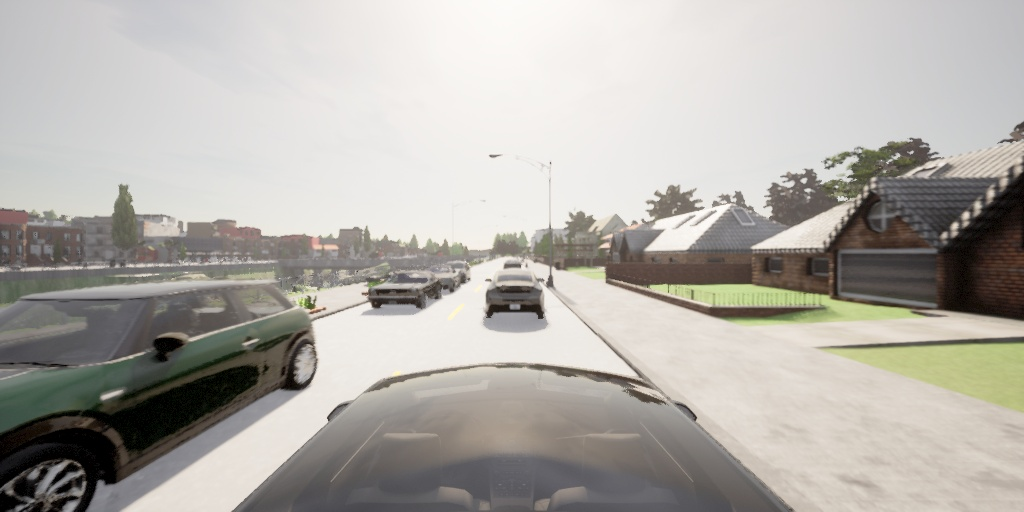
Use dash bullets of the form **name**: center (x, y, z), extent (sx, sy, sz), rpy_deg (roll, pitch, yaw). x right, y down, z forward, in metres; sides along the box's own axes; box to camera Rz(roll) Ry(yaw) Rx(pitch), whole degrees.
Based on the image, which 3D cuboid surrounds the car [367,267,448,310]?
- **car**: center (-4.105, 1.293, 14.555), extent (1.895, 1.301, 4.718), rpy_deg (0, 0, 0)

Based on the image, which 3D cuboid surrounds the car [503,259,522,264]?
- **car**: center (0.059, 1.058, 37.727), extent (1.882, 1.535, 5.008), rpy_deg (0, 0, 0)

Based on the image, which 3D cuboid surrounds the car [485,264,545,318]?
- **car**: center (0.092, 1.203, 12.723), extent (1.837, 1.490, 4.892), rpy_deg (0, 0, 0)

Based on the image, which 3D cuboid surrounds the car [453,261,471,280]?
- **car**: center (-4.071, 1.142, 26.061), extent (1.837, 1.490, 4.892), rpy_deg (0, 0, 0)

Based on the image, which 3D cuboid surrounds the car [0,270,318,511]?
- **car**: center (-4.100, 1.094, 3.717), extent (2.097, 1.767, 4.553), rpy_deg (0, 0, 0)

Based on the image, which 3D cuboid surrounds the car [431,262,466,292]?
- **car**: center (-4.016, 1.230, 20.117), extent (1.994, 1.385, 4.181), rpy_deg (0, 0, 0)
